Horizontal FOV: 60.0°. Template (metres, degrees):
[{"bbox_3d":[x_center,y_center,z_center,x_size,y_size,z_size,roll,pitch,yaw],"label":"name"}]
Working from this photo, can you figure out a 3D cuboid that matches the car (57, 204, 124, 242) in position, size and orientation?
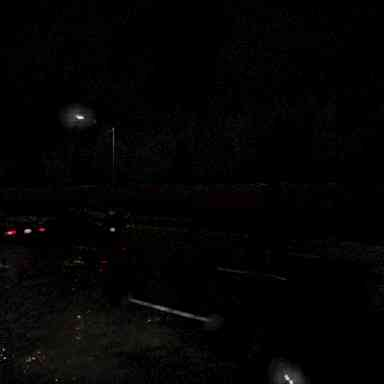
[{"bbox_3d":[-5.497,1.534,16.525,4.674,1.442,1.812,0,0,36],"label":"car"}]

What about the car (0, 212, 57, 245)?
[{"bbox_3d":[-8.365,1.555,14.275,5.357,1.411,2.033,0,0,36],"label":"car"}]

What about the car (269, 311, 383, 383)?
[{"bbox_3d":[2.879,1.493,1.935,4.902,1.511,2.128,0,0,36],"label":"car"}]

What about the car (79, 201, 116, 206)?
[{"bbox_3d":[-6.595,1.362,21.614,4.553,1.767,2.097,0,0,36],"label":"car"}]
